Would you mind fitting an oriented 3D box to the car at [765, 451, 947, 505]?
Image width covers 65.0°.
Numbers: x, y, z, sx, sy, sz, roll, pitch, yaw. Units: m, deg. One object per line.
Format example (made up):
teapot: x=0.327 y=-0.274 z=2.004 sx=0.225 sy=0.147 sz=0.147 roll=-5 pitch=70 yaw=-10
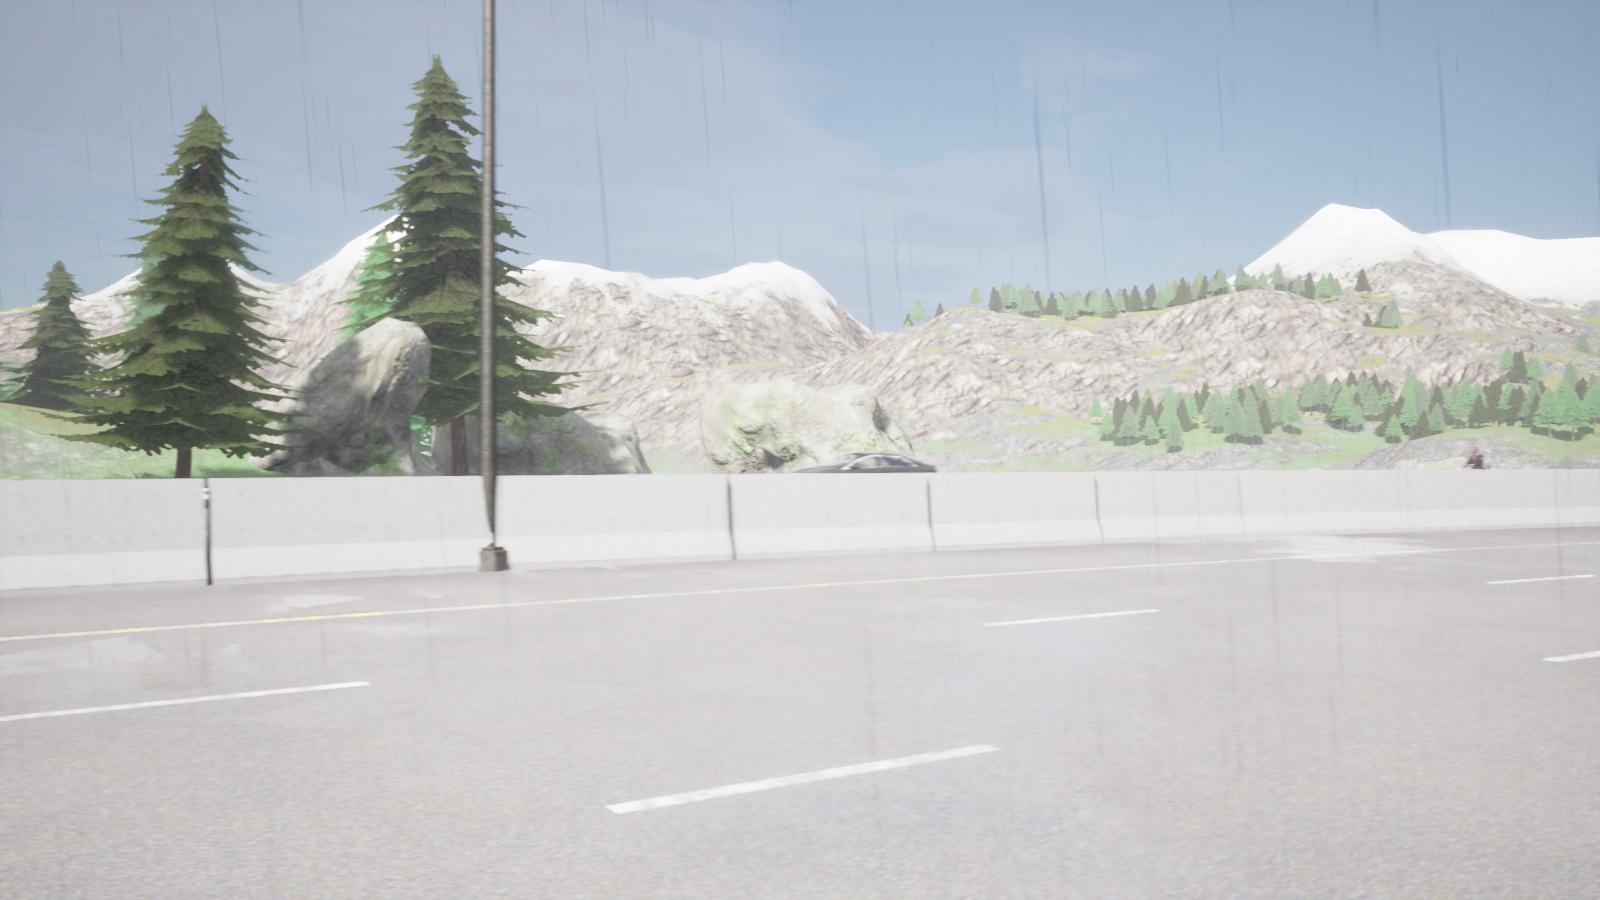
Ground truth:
car: x=1.651 y=0.783 z=36.849 sx=4.902 sy=1.511 sz=2.128 roll=0 pitch=0 yaw=-26
